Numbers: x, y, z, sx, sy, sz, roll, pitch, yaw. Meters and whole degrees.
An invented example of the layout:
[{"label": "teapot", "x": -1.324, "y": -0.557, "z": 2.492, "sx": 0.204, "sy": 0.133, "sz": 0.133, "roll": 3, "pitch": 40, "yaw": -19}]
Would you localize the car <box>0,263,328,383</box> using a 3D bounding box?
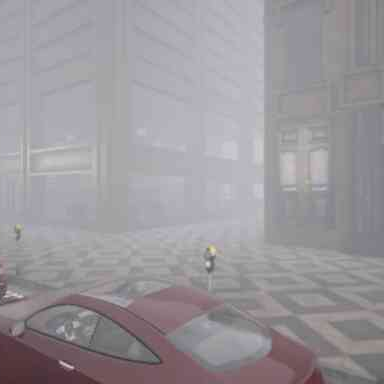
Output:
[{"label": "car", "x": -0.786, "y": 1.578, "z": 3.523, "sx": 4.206, "sy": 1.307, "sz": 1.802, "roll": 0, "pitch": 0, "yaw": 35}]
